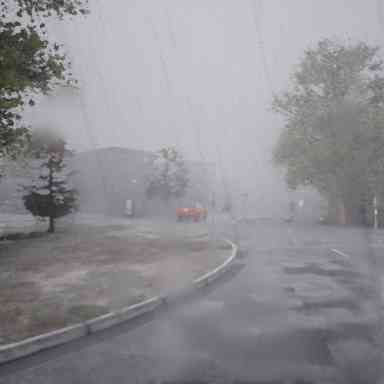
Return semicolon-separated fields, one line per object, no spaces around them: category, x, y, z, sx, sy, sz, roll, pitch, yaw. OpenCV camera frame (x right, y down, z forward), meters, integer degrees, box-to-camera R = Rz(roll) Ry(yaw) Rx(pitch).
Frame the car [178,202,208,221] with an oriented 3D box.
car;0.142;2.105;36.577;2.150;2.045;5.566;-2;-2;17
